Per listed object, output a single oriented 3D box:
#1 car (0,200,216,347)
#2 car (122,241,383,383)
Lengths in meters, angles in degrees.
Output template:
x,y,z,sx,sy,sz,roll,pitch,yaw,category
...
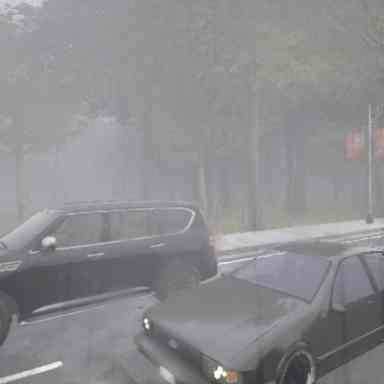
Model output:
x,y,z,sx,sy,sz,roll,pitch,yaw,category
-2.049,1.209,6.218,5.566,2.045,2.150,0,0,-36,car
1.900,1.517,5.046,5.357,1.411,2.033,0,0,-36,car
